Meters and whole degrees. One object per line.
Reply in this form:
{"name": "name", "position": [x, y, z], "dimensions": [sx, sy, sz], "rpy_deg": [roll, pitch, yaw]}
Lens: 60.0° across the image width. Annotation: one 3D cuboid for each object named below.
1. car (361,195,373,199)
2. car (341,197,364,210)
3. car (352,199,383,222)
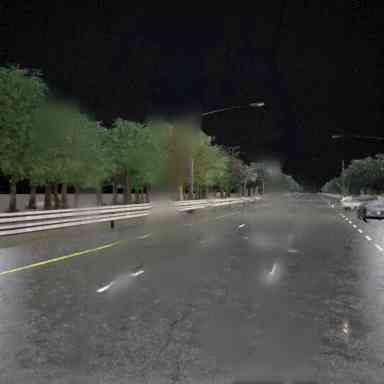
{"name": "car", "position": [40.411, 1.513, 77.178], "dimensions": [4.902, 1.511, 2.128], "rpy_deg": [0, 0, -45]}
{"name": "car", "position": [20.237, 1.597, 42.436], "dimensions": [1.895, 1.301, 4.718], "rpy_deg": [0, 0, 20]}
{"name": "car", "position": [14.050, 1.545, 25.835], "dimensions": [2.033, 1.411, 5.357], "rpy_deg": [0, 0, 20]}
